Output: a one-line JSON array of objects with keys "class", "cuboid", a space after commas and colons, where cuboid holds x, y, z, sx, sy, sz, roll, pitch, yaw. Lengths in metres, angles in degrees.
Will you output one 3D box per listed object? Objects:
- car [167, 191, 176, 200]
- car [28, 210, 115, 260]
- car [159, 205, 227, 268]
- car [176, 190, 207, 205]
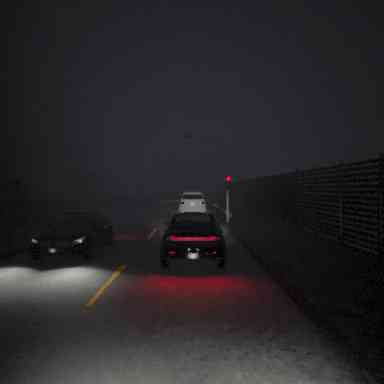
[{"class": "car", "cuboid": [-4.012, 0.947, 68.691, 2.033, 1.411, 5.357, 0, 1, 0]}, {"class": "car", "cuboid": [-4.075, 1.420, 12.046, 1.812, 1.442, 4.674, 0, 0, 0]}, {"class": "car", "cuboid": [0.046, 1.396, 10.863, 2.128, 1.511, 4.902, 0, 0, 1]}, {"class": "car", "cuboid": [0.061, 0.979, 28.246, 2.150, 2.045, 5.566, 0, 1, 0]}]
